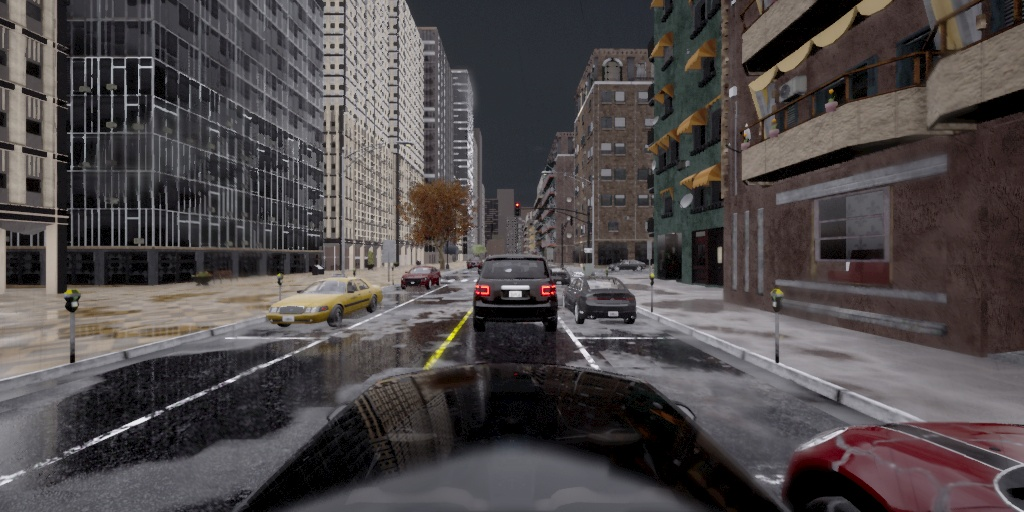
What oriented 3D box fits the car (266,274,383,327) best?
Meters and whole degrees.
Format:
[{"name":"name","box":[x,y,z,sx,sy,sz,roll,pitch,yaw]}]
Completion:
[{"name":"car","box":[-5.690,1.276,11.536,1.751,1.417,4.829,0,0,0]}]

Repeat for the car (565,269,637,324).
[{"name":"car","box":[2.690,1.301,11.703,2.007,1.370,4.403,0,0,0]}]

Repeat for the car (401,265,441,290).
[{"name":"car","box":[-5.688,1.299,22.771,1.888,1.381,4.507,0,0,0]}]

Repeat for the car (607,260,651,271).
[{"name":"car","box":[13.441,1.109,42.183,4.403,1.370,2.007,0,0,-1]}]

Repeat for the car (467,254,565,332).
[{"name":"car","box":[0.091,0.972,10.980,2.150,2.045,5.566,0,0,0]}]

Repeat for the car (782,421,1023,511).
[{"name":"car","box":[2.687,1.190,0.638,1.967,1.591,4.097,0,0,0]}]

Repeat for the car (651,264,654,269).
[{"name":"car","box":[18.838,1.006,42.237,4.829,1.417,1.751,0,0,-1]}]
